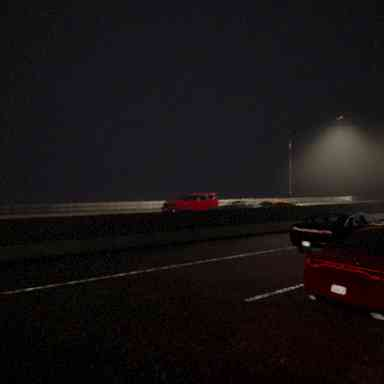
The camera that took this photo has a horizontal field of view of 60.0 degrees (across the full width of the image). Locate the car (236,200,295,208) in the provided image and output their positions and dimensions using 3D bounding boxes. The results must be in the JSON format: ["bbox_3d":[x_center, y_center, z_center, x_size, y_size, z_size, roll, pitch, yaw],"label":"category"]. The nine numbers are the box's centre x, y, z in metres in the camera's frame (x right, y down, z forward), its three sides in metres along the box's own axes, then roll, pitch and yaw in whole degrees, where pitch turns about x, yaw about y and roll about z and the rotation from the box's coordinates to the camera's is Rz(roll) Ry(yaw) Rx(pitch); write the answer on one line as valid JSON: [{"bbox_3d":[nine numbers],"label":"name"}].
[{"bbox_3d":[6.099,1.378,25.552,5.008,1.535,1.882,0,0,-36],"label":"car"}]

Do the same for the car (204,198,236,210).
[{"bbox_3d":[3.994,1.448,28.351,5.357,1.411,2.033,0,0,-36],"label":"car"}]

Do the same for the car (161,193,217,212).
[{"bbox_3d":[-0.032,1.135,29.776,5.566,2.045,2.150,0,0,-36],"label":"car"}]

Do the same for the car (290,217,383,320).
[{"bbox_3d":[4.424,1.441,6.906,5.008,1.535,1.882,0,0,-36],"label":"car"}]

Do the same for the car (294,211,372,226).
[{"bbox_3d":[5.630,1.434,12.068,4.902,1.511,2.128,0,0,-36],"label":"car"}]
